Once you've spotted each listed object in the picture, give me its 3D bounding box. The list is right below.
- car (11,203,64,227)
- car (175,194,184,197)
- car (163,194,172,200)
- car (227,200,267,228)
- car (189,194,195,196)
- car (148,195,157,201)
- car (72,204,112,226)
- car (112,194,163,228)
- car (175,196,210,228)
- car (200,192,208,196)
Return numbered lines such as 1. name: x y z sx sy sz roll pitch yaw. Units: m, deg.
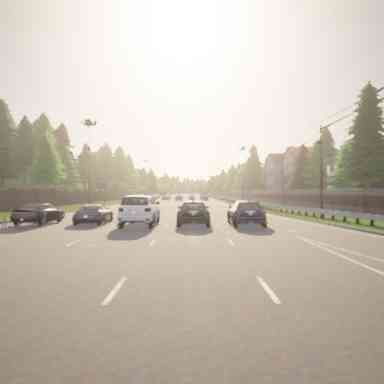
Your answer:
1. car: -10.406 1.483 22.772 2.128 1.511 4.902 0 0 0
2. car: -3.524 1.457 88.018 1.837 1.490 4.892 0 0 0
3. car: -7.024 1.497 88.017 2.033 1.411 5.357 0 0 0
4. car: 3.594 1.343 22.526 2.097 1.767 4.553 0 0 0
5. car: -0.024 1.497 88.019 2.033 1.411 5.357 0 0 0
6. car: -10.524 1.482 88.433 1.812 1.442 4.674 0 0 0
7. car: -6.907 1.555 23.608 1.994 1.385 4.181 0 0 0
8. car: -3.406 1.213 22.056 2.150 2.045 5.566 0 0 0
9. car: 0.093 1.343 22.528 2.097 1.767 4.553 0 0 0
10. car: 3.476 1.457 88.020 1.837 1.490 4.892 0 0 0
